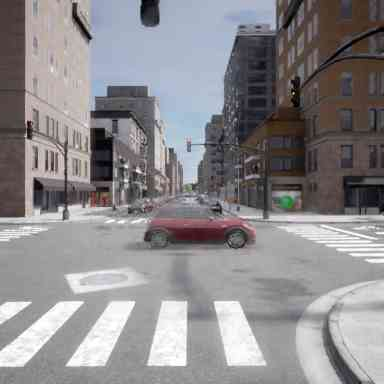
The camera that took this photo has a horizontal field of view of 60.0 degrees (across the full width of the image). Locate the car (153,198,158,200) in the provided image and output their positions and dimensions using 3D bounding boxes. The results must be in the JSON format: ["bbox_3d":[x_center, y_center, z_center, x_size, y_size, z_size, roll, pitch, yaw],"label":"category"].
[{"bbox_3d":[-5.751,1.489,41.624,1.967,1.590,4.097,0,0,0],"label":"car"}]

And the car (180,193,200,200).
[{"bbox_3d":[-0.279,1.289,51.221,2.150,2.045,5.566,0,0,0],"label":"car"}]

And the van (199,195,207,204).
[{"bbox_3d":[2.261,1.453,69.182,1.690,1.788,3.998,0,0,0],"label":"van"}]

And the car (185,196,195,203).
[{"bbox_3d":[-0.345,1.661,71.719,2.033,1.411,5.357,0,0,0],"label":"car"}]

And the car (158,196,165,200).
[{"bbox_3d":[-5.756,1.653,52.645,1.802,1.307,4.206,0,0,0],"label":"car"}]

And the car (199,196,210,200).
[{"bbox_3d":[2.271,1.641,47.139,1.802,1.307,4.206,0,0,0],"label":"car"}]

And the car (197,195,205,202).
[{"bbox_3d":[2.253,1.600,85.714,1.967,1.590,4.097,0,0,0],"label":"car"}]

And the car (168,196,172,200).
[{"bbox_3d":[-5.764,1.552,69.178,1.967,1.590,4.097,0,0,0],"label":"car"}]

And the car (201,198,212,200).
[{"bbox_3d":[2.276,1.606,36.116,1.947,1.339,4.313,0,0,0],"label":"car"}]

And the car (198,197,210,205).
[{"bbox_3d":[2.263,1.647,63.671,2.008,1.369,4.403,0,0,0],"label":"car"}]

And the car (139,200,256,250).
[{"bbox_3d":[0.311,1.347,13.881,4.553,1.767,2.097,0,0,0],"label":"car"}]

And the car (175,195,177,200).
[{"bbox_3d":[-5.774,1.721,91.221,1.887,1.381,4.507,0,0,0],"label":"car"}]

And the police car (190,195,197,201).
[{"bbox_3d":[0.440,1.599,90.193,1.930,1.638,5.238,0,0,0],"label":"police car"}]

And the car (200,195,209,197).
[{"bbox_3d":[2.268,1.637,52.649,1.947,1.339,4.313,0,0,0],"label":"car"}]

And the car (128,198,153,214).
[{"bbox_3d":[-5.749,1.480,36.113,1.967,1.590,4.097,0,0,0],"label":"car"}]

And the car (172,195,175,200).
[{"bbox_3d":[-5.769,1.694,80.199,2.008,1.369,4.403,0,0,0],"label":"car"}]

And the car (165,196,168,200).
[{"bbox_3d":[-5.759,1.634,58.156,2.008,1.369,4.403,0,0,0],"label":"car"}]
